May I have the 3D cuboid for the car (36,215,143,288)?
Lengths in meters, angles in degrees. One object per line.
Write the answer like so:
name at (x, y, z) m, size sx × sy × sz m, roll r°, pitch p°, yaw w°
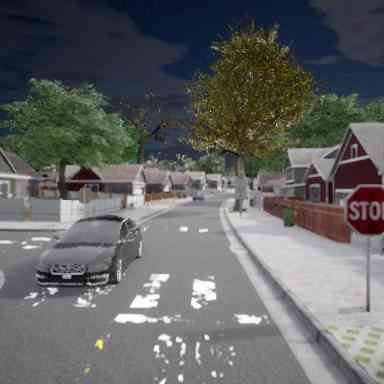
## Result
car at (-2.601, 1.497, 9.487) m, size 1.837 × 1.490 × 4.892 m, roll 0°, pitch 1°, yaw 1°

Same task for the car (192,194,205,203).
car at (1.143, 1.029, 56.759) m, size 1.895 × 1.301 × 4.718 m, roll 0°, pitch 1°, yaw 8°
